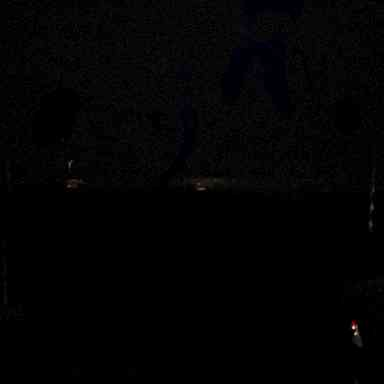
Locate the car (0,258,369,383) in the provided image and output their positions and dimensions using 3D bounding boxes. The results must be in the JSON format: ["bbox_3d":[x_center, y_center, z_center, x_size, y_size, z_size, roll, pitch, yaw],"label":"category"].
[{"bbox_3d":[-0.418,1.378,2.910,4.181,1.385,1.994,0,3,-30],"label":"car"}]
